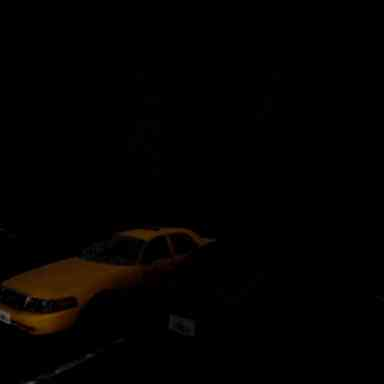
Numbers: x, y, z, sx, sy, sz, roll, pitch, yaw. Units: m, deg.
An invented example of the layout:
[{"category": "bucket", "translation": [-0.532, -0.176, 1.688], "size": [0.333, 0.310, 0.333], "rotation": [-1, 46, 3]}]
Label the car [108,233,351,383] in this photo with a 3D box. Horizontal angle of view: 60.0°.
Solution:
[{"category": "car", "translation": [1.244, 1.501, 5.522], "size": [2.163, 1.488, 4.792], "rotation": [1, 0, 36]}]

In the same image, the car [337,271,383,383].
[{"category": "car", "translation": [3.469, 1.484, 3.905], "size": [2.231, 1.521, 4.892], "rotation": [0, 0, 36]}]

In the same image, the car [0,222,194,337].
[{"category": "car", "translation": [-1.127, 1.451, 6.951], "size": [1.946, 1.575, 5.366], "rotation": [1, 0, 36]}]

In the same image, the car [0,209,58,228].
[{"category": "car", "translation": [-5.515, 1.288, 10.274], "size": [2.185, 1.767, 4.553], "rotation": [1, 0, 36]}]
